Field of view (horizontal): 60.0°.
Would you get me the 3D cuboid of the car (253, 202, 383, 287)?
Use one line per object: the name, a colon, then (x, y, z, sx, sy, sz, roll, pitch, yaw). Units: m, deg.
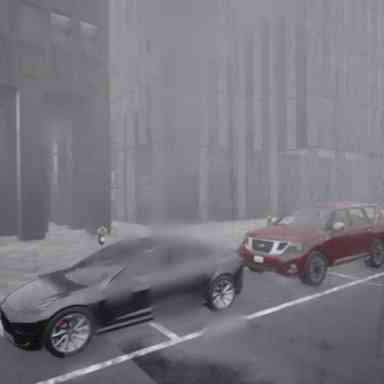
car: (3.607, 1.243, 9.326, 5.009, 1.841, 2.192, -1, 0, -36)

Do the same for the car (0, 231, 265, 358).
car: (-0.946, 1.543, 6.008, 4.313, 1.339, 1.947, -1, 0, -36)
